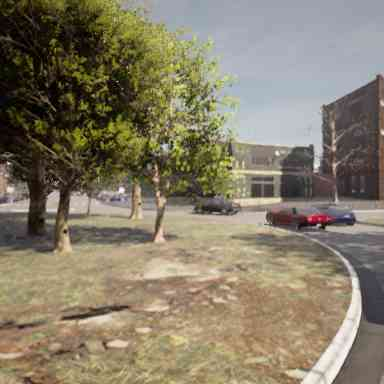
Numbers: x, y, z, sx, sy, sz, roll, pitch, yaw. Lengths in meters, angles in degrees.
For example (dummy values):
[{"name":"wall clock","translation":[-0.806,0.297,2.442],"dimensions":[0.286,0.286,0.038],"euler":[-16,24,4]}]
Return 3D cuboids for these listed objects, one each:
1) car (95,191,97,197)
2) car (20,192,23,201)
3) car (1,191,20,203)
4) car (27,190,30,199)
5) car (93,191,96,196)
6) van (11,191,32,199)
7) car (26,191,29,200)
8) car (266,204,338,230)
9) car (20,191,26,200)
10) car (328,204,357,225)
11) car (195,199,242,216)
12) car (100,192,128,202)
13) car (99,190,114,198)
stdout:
[{"name":"car","translation":[-20.394,1.012,81.207],"dimensions":[5.008,1.535,2.097],"euler":[0,1,-19]},{"name":"car","translation":[-35.568,1.235,63.256],"dimensions":[5.008,1.535,2.097],"euler":[0,1,-19]},{"name":"car","translation":[-34.639,1.137,60.652],"dimensions":[4.553,1.767,2.185],"euler":[0,1,-19]},{"name":"car","translation":[-40.049,0.807,76.292],"dimensions":[5.566,2.045,2.435],"euler":[0,1,-19]},{"name":"car","translation":[-22.114,0.681,86.356],"dimensions":[5.566,2.045,2.435],"euler":[0,1,-19]},{"name":"van","translation":[-41.696,0.754,81.557],"dimensions":[4.442,1.987,1.878],"euler":[0,1,-19]},{"name":"car","translation":[-38.245,1.137,71.086],"dimensions":[4.892,1.521,2.231],"euler":[0,1,-19]},{"name":"car","translation":[6.407,1.531,20.500],"dimensions":[1.895,1.301,4.718],"euler":[0,0,-16]},{"name":"car","translation":[-37.316,1.045,68.483],"dimensions":[4.553,1.767,2.185],"euler":[0,1,-19]},{"name":"car","translation":[9.029,1.474,22.662],"dimensions":[1.994,1.385,4.181],"euler":[0,0,-19]},{"name":"car","translation":[2.441,1.405,32.008],"dimensions":[4.902,1.511,2.128],"euler":[0,0,40]},{"name":"car","translation":[-15.032,1.240,65.410],"dimensions":[4.792,1.488,2.163],"euler":[0,1,-19]},{"name":"car","translation":[-16.729,1.036,70.572],"dimensions":[4.553,1.767,2.185],"euler":[0,1,-19]}]
